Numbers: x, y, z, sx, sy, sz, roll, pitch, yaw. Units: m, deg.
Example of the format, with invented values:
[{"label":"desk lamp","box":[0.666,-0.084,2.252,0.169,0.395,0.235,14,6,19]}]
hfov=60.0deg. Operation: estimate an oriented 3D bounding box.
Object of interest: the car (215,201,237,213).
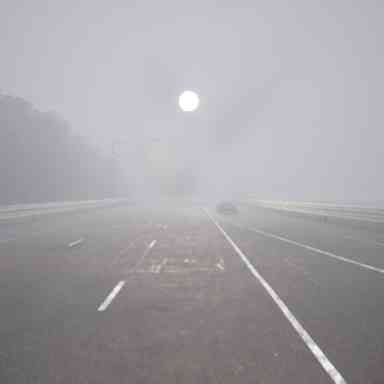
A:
[{"label":"car","box":[3.945,1.682,38.961,1.994,1.385,4.181,0,0,-3]}]
